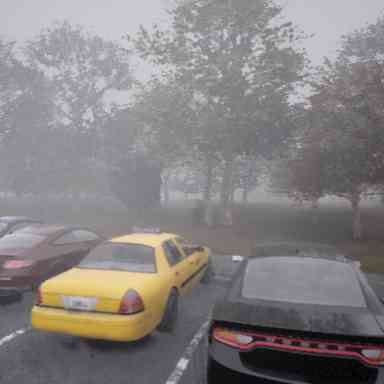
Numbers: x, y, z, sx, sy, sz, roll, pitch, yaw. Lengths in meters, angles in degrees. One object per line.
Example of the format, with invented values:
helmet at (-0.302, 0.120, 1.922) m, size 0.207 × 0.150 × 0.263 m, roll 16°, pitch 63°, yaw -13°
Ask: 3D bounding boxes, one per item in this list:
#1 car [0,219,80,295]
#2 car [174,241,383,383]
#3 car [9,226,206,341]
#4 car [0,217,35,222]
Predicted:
car at (-3.328, 1.514, 8.400) m, size 2.002 × 1.452 × 4.674 m, roll 0°, pitch -1°, yaw 15°
car at (1.534, 1.484, 4.987) m, size 2.097 × 1.535 × 5.008 m, roll 0°, pitch -1°, yaw 15°
car at (-0.839, 1.479, 6.885) m, size 1.946 × 1.575 × 5.366 m, roll 0°, pitch -1°, yaw 15°
car at (-5.758, 1.507, 10.068) m, size 2.002 × 1.452 × 4.674 m, roll 1°, pitch 0°, yaw 15°
